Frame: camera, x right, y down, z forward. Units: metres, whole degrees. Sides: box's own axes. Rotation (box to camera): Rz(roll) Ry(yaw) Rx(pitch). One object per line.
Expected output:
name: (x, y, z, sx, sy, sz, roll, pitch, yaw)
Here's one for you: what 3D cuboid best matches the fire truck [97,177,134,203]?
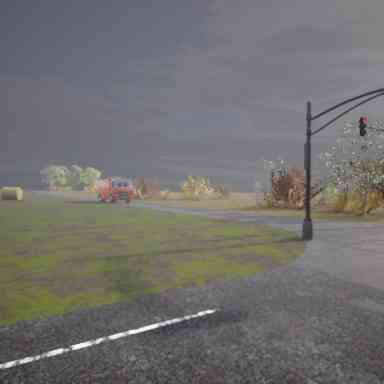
fire truck: (-11.715, -0.370, 50.083, 2.891, 3.827, 8.468, 1, 0, -32)
